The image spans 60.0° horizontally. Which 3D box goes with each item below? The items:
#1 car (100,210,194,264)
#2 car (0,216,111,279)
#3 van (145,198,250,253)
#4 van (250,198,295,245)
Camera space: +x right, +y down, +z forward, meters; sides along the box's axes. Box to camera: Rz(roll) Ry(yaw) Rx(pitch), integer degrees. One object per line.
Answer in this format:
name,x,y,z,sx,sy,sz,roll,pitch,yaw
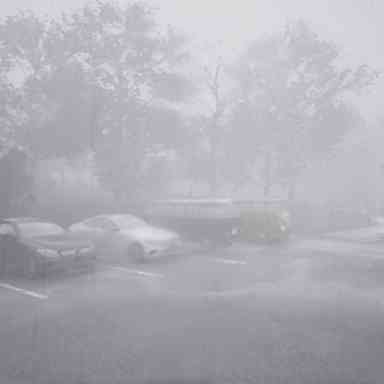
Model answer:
car,-2.504,1.523,11.790,4.674,1.452,2.002,-1,-1,34
car,-4.901,1.525,10.077,4.674,1.452,2.002,-1,-1,35
van,-0.208,1.259,13.558,4.442,1.987,1.878,-1,-1,35
van,2.387,1.257,15.143,4.442,1.987,1.878,-1,-1,35
